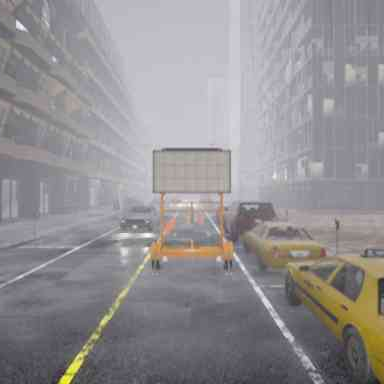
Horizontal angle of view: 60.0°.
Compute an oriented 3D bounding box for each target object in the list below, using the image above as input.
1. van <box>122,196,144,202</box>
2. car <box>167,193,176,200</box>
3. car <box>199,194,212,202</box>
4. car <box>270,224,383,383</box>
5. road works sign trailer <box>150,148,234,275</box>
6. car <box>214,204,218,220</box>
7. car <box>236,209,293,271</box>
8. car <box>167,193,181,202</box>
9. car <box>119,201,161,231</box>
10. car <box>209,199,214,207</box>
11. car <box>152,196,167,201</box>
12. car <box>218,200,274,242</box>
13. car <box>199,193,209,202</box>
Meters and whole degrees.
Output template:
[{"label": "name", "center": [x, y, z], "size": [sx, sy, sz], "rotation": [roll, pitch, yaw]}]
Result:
[{"label": "van", "center": [-5.676, 1.275, 32.541], "size": [1.690, 1.788, 3.998], "rotation": [1, 0, 0]}, {"label": "car", "center": [-5.682, 1.263, 93.293], "size": [2.192, 1.841, 5.009], "rotation": [1, 0, 0]}, {"label": "car", "center": [2.698, 1.486, 60.155], "size": [1.947, 1.339, 4.313], "rotation": [1, 0, 0]}, {"label": "car", "center": [2.702, 1.513, 5.097], "size": [1.752, 1.417, 4.829], "rotation": [1, 0, 0]}, {"label": "road works sign trailer", "center": [0.000, 0.439, 10.322], "size": [2.380, 3.560, 2.880], "rotation": [0, 0, 0]}, {"label": "car", "center": [2.701, 1.517, 21.495], "size": [1.947, 1.339, 4.313], "rotation": [1, 0, 0]}, {"label": "car", "center": [2.702, 1.500, 10.620], "size": [1.752, 1.417, 4.829], "rotation": [1, 0, 0]}, {"label": "car", "center": [-3.061, 1.398, 62.306], "size": [1.882, 1.535, 5.008], "rotation": [0, 0, 0]}, {"label": "car", "center": [-3.102, 1.500, 20.678], "size": [2.033, 1.411, 5.357], "rotation": [0, 0, 0]}, {"label": "car", "center": [2.701, 1.487, 27.019], "size": [1.887, 1.381, 4.507], "rotation": [1, 0, 0]}, {"label": "car", "center": [-5.682, 1.501, 54.632], "size": [1.802, 1.307, 4.206], "rotation": [1, 0, 0]}, {"label": "car", "center": [2.705, 1.278, 15.972], "size": [2.192, 1.841, 5.009], "rotation": [1, 0, 0]}, {"label": "car", "center": [2.699, 1.241, 76.724], "size": [2.192, 1.841, 5.009], "rotation": [1, 0, 0]}]
